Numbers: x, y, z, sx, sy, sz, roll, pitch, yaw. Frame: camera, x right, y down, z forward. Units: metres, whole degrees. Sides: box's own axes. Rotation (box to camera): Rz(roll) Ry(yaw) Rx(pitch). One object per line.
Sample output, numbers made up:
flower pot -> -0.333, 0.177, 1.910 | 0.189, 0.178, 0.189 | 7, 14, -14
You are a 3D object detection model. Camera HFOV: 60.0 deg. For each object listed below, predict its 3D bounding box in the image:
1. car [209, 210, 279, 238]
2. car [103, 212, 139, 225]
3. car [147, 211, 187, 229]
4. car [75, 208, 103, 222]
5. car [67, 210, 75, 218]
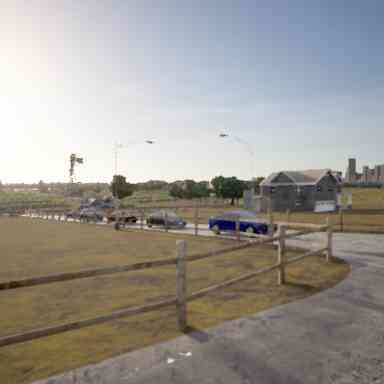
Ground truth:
car -> 3.131, 1.932, 20.915 | 1.882, 1.535, 5.008 | 0, -2, -36
car -> -7.552, 2.796, 35.882 | 1.895, 1.301, 4.718 | 0, -2, -36
car -> -2.259, 2.349, 28.459 | 1.812, 1.442, 4.674 | 0, -2, -35
car -> -13.380, 2.968, 44.090 | 2.097, 1.767, 4.553 | 0, -2, -35
car -> -20.927, 3.892, 59.671 | 1.994, 1.385, 4.181 | 0, -2, -36
